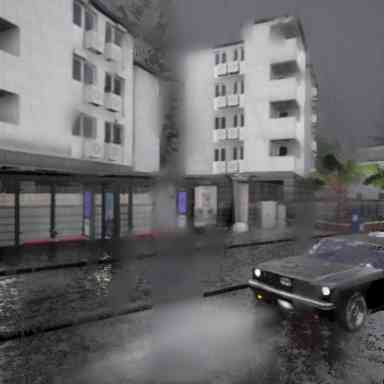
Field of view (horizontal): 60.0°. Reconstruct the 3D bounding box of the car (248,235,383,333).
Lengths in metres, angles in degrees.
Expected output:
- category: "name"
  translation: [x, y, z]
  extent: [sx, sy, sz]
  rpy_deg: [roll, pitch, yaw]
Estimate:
- category: "car"
  translation: [3.419, 1.638, 6.992]
  extent: [4.718, 1.301, 1.895]
  rpy_deg: [1, 0, -35]
